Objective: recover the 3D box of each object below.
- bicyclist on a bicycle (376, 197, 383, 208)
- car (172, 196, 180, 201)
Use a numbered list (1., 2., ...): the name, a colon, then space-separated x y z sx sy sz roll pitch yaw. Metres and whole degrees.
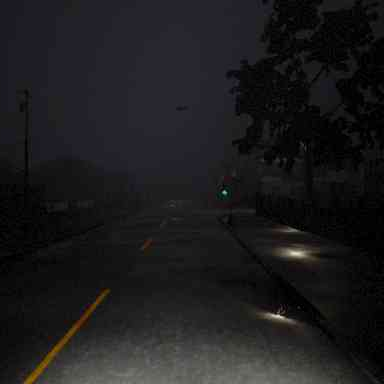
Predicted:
1. bicyclist on a bicycle: 18.639 1.347 32.814 0.582 1.620 1.656 0 0 0
2. car: -4.000 1.713 84.625 1.837 1.490 4.892 0 0 0
